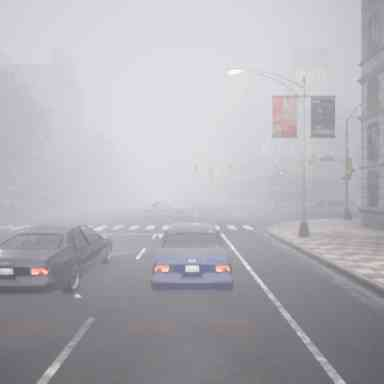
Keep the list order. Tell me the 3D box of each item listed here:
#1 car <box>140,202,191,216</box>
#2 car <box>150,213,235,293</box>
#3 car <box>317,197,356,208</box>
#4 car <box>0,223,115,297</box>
[{"bbox_3d":[-2.408,1.600,31.051,4.718,1.301,1.895,0,0,0],"label":"car"},{"bbox_3d":[-0.002,1.540,8.981,2.033,1.411,5.357,0,0,0],"label":"car"},{"bbox_3d":[20.061,1.440,46.248,5.008,1.535,1.882,0,0,0],"label":"car"},{"bbox_3d":[-3.501,1.540,8.756,2.033,1.411,5.357,0,0,0],"label":"car"}]
